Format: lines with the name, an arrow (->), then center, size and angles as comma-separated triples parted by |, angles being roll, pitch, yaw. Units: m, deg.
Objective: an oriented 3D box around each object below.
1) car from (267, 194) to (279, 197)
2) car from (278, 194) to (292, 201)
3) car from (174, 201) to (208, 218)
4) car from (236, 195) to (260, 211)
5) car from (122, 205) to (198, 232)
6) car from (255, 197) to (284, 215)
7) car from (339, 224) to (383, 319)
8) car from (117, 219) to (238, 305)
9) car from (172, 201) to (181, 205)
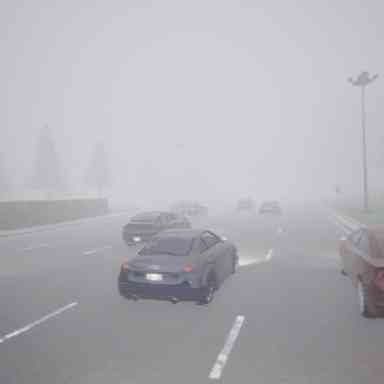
car -> 22.850, 1.389, 92.182 | 2.128, 1.511, 4.902 | -2, 0, 18
car -> 21.284, 1.348, 75.756 | 1.812, 1.442, 4.674 | -2, 0, 18
car -> 0.154, 1.756, 32.217 | 1.895, 1.301, 4.718 | -2, 0, 18
car -> 6.753, 1.522, 41.395 | 2.128, 1.511, 4.902 | -2, 0, 18
car -> -1.472, 1.621, 15.612 | 1.837, 1.490, 4.892 | -2, 0, 18
car -> 7.908, 1.525, 33.499 | 1.994, 1.385, 4.181 | -2, 0, 18
car -> 4.294, 1.402, 6.965 | 1.882, 1.535, 5.008 | -2, 0, 18
car -> -0.117, 1.609, 8.346 | 1.994, 1.385, 4.181 | -2, 0, 18
car -> -1.127, 1.773, 39.718 | 2.033, 1.411, 5.357 | -2, 0, 18
